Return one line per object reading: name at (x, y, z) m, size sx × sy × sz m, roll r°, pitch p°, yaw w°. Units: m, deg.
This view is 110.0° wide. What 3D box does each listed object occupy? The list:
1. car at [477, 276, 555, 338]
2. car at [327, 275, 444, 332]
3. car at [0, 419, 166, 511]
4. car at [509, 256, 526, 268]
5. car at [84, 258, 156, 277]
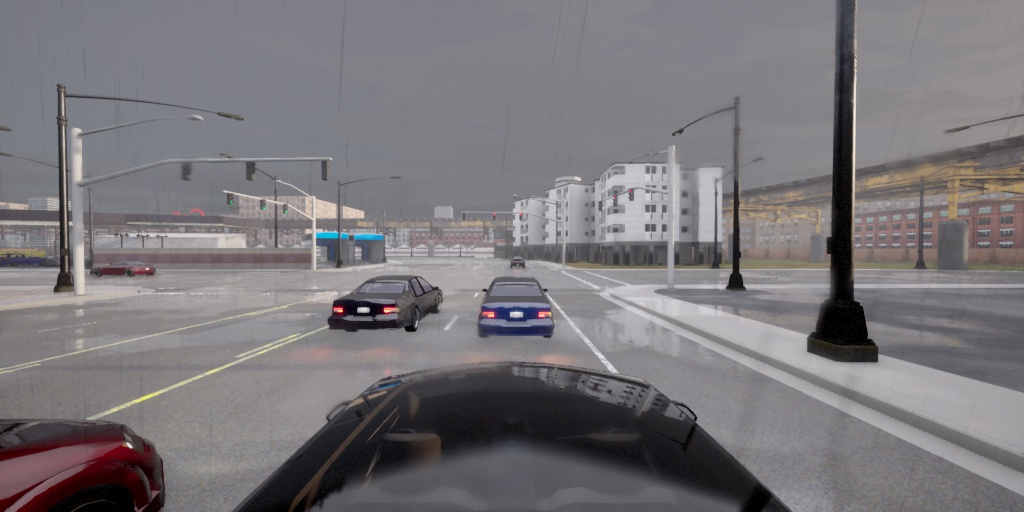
car at (0.092, 1.279, 10.120) m, size 2.033 × 1.411 × 5.357 m, roll 0°, pitch 0°, yaw 0°
car at (-3.404, 1.274, 10.724) m, size 2.033 × 1.411 × 5.357 m, roll 0°, pitch 0°, yaw 0°
car at (-3.395, 1.314, 0.727) m, size 1.994 × 1.385 × 4.181 m, roll 0°, pitch 0°, yaw 0°
car at (0.717, 0.772, 46.096) m, size 1.837 × 1.490 × 4.892 m, roll 0°, pitch 1°, yaw 0°
car at (-33.567, 1.084, 30.981) m, size 4.181 × 1.385 × 1.994 m, roll 0°, pitch 1°, yaw -1°
